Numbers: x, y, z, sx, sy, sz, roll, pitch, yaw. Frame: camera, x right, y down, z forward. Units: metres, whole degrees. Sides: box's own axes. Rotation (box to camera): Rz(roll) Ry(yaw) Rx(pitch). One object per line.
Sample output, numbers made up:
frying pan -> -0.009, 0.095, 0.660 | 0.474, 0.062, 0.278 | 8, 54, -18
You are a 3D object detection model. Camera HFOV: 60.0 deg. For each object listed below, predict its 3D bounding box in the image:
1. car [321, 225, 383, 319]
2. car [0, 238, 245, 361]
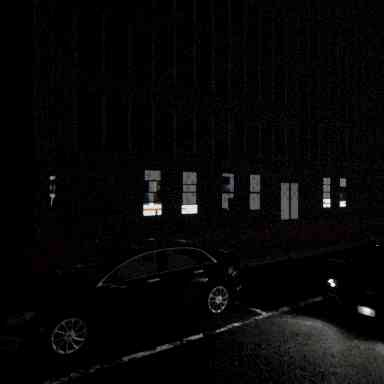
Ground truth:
car -> 4.999, 1.547, 6.950 | 5.357, 1.411, 2.033 | 0, 0, -36
car -> -1.019, 1.551, 5.835 | 4.403, 1.369, 2.008 | 0, 0, -36
